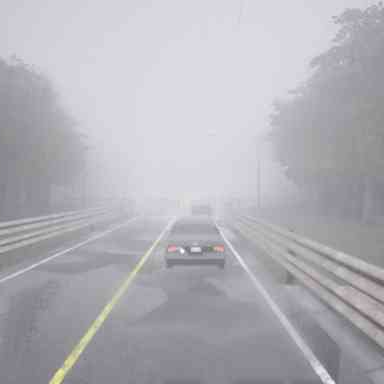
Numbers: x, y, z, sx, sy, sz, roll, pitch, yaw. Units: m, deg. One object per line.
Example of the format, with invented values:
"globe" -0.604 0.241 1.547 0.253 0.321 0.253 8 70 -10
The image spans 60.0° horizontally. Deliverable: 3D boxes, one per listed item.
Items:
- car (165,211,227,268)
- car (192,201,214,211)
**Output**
"car" 0.101 1.587 11.358 2.033 1.411 5.357 0 0 0
"car" 1.107 1.588 32.939 1.882 1.535 5.008 0 0 7
